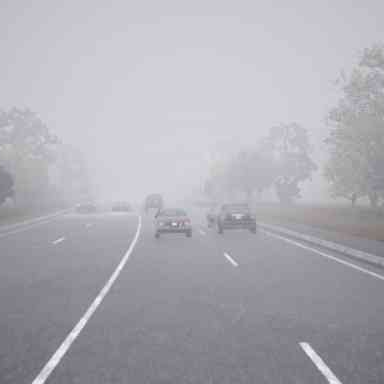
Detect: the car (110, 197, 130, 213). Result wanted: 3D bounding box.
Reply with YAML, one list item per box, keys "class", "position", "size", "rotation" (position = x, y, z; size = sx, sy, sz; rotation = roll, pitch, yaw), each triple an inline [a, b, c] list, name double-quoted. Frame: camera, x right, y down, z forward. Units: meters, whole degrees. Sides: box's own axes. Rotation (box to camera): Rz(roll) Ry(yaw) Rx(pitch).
- class: "car"
  position: [-8.001, 1.572, 37.673]
  size: [1.994, 1.385, 4.181]
  rotation: [0, 0, -11]

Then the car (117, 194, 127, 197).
- class: "car"
  position: [-16.265, 1.130, 77.563]
  size: [1.837, 1.490, 4.892]
  rotation: [0, 0, -12]

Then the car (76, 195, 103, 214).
- class: "car"
  position: [-11.300, 1.365, 36.264]
  size: [2.097, 1.767, 4.553]
  rotation: [0, 0, -11]

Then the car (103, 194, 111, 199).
- class: "car"
  position: [-19.688, 1.113, 76.836]
  size: [1.882, 1.535, 5.008]
  rotation: [0, 0, -12]

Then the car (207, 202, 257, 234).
- class: "car"
  position: [2.180, 1.345, 19.456]
  size: [2.097, 1.767, 4.553]
  rotation: [0, 0, -7]

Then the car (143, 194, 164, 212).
- class: "car"
  position: [-4.563, 1.224, 39.328]
  size: [2.150, 2.045, 5.566]
  rotation: [0, 0, -11]

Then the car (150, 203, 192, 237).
- class: "car"
  position: [-1.124, 1.547, 18.053]
  size: [2.033, 1.411, 5.357]
  rotation: [0, 0, -7]
